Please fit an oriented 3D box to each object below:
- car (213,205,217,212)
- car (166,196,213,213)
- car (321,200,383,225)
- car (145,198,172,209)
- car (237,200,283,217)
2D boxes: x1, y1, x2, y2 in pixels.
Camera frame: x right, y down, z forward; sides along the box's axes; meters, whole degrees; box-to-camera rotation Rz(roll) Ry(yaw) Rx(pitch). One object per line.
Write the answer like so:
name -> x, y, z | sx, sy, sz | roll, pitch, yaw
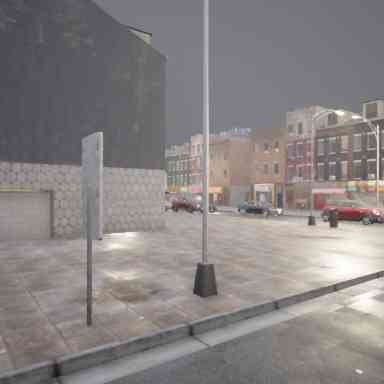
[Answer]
car -> 0.747, 1.658, 40.002 | 2.033, 1.411, 5.357 | 0, 0, -35
car -> -0.400, 1.411, 37.223 | 2.192, 1.841, 5.009 | 0, 0, -35
car -> 11.940, 1.395, 24.343 | 2.097, 1.767, 4.553 | 0, 0, -36
car -> -4.956, 1.674, 48.076 | 1.812, 1.442, 4.674 | 0, 0, -35
car -> 6.474, 1.567, 31.948 | 2.128, 1.511, 4.902 | 0, 0, -35
